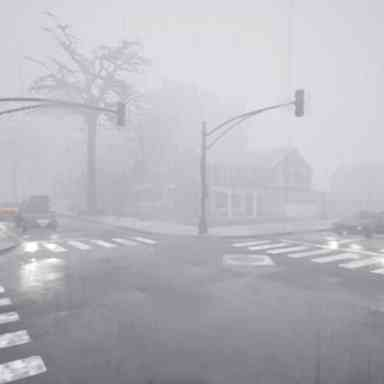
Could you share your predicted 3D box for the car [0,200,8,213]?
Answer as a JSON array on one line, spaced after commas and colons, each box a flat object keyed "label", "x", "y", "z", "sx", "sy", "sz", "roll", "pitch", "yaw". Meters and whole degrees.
[{"label": "car", "x": -23.457, "y": 1.720, "z": 40.020, "sx": 1.895, "sy": 1.301, "sz": 4.718, "roll": 1, "pitch": -1, "yaw": -35}]

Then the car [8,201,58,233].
[{"label": "car", "x": -9.688, "y": 1.568, "z": 20.544, "sx": 2.128, "sy": 1.511, "sz": 4.902, "roll": 1, "pitch": -1, "yaw": -35}]

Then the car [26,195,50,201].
[{"label": "car", "x": -16.633, "y": 1.361, "z": 35.443, "sx": 2.150, "sy": 2.045, "sz": 5.566, "roll": 1, "pitch": -1, "yaw": -36}]

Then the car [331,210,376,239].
[{"label": "car", "x": 10.144, "y": 1.763, "z": 18.896, "sx": 5.357, "sy": 1.411, "sz": 2.033, "roll": 1, "pitch": 0, "yaw": -35}]

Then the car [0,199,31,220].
[{"label": "car", "x": -15.743, "y": 1.573, "z": 29.098, "sx": 1.882, "sy": 1.535, "sz": 5.008, "roll": 1, "pitch": -1, "yaw": -35}]

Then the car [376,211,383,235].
[{"label": "car", "x": 10.867, "y": 1.551, "z": 15.419, "sx": 4.553, "sy": 1.767, "sz": 2.097, "roll": 1, "pitch": 0, "yaw": -35}]
